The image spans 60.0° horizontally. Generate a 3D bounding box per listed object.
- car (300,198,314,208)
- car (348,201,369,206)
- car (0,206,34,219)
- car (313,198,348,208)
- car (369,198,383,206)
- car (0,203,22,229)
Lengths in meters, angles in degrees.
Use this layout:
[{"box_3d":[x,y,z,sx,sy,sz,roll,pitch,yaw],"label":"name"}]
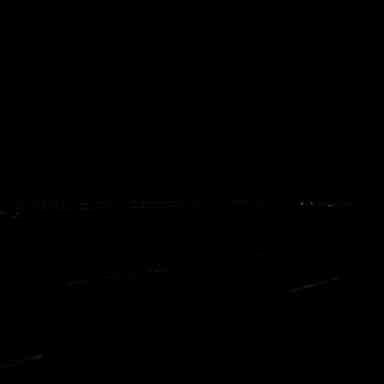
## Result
[{"box_3d":[17.162,1.608,46.288,4.553,1.767,2.097,1,0,-35],"label":"car"},{"box_3d":[21.623,1.825,40.875,4.181,1.385,1.994,1,0,-35],"label":"car"},{"box_3d":[-9.339,1.527,14.528,4.674,1.442,1.812,0,0,-35],"label":"car"},{"box_3d":[18.287,1.725,42.799,5.008,1.535,1.882,1,0,-35],"label":"car"},{"box_3d":[22.646,1.472,37.315,5.566,2.045,2.150,1,0,-35],"label":"car"},{"box_3d":[-13.264,1.506,20.325,4.892,1.490,1.837,0,0,-35],"label":"car"}]
